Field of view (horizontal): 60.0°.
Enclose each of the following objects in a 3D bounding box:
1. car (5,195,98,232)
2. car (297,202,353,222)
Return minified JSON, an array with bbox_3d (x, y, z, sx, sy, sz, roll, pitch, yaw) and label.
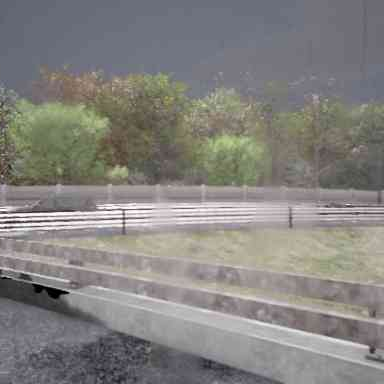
[{"bbox_3d":[-8.952,1.285,21.608,5.566,2.045,2.150,-1,0,-18],"label":"car"},{"bbox_3d":[11.302,1.614,28.338,4.892,1.490,1.837,2,-1,-18],"label":"car"}]
